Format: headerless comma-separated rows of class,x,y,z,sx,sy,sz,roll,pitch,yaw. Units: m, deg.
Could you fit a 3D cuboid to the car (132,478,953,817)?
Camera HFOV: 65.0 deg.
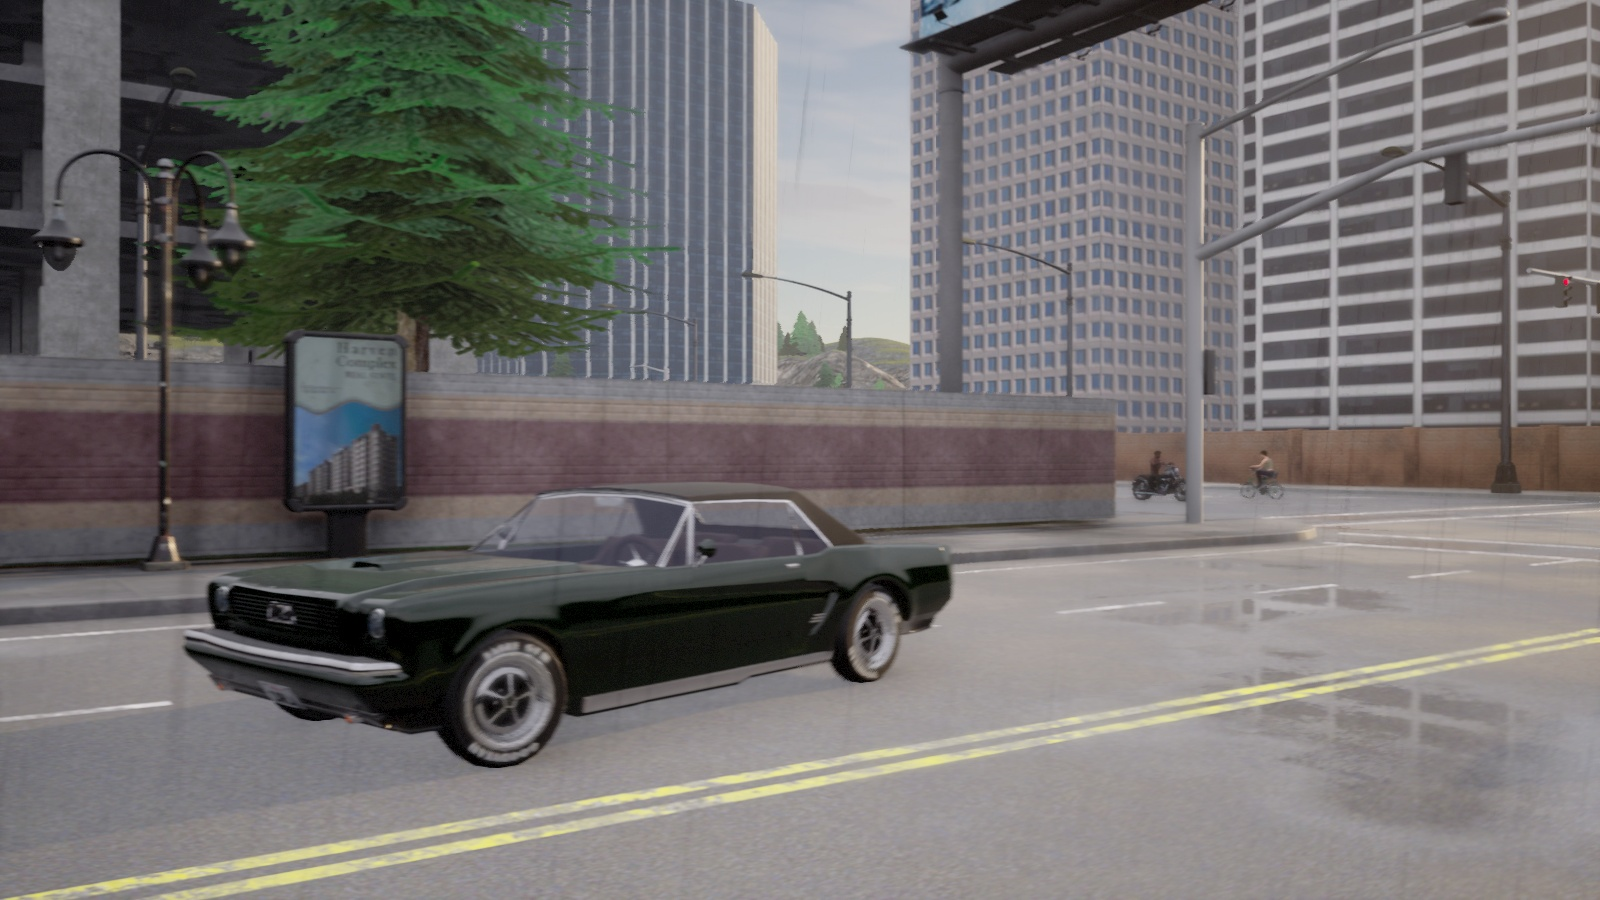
car,-1.165,0.866,7.601,1.895,1.301,4.718,0,0,40

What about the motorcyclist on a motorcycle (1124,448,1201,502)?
motorcyclist on a motorcycle,11.296,0.766,39.198,0.766,1.649,2.350,0,-1,-35

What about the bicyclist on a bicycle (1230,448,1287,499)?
bicyclist on a bicycle,14.843,0.750,40.705,0.866,1.612,1.509,0,0,-40
